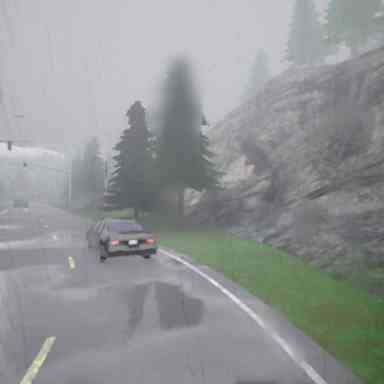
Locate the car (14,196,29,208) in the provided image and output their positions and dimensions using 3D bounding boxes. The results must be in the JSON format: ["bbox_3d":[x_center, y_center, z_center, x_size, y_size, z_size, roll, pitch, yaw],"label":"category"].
[{"bbox_3d":[-30.678,1.815,59.768,2.150,2.045,5.566,0,0,-27],"label":"car"}]

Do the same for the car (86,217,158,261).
[{"bbox_3d":[-2.909,1.678,12.940,2.033,1.411,5.357,0,-1,-24],"label":"car"}]
